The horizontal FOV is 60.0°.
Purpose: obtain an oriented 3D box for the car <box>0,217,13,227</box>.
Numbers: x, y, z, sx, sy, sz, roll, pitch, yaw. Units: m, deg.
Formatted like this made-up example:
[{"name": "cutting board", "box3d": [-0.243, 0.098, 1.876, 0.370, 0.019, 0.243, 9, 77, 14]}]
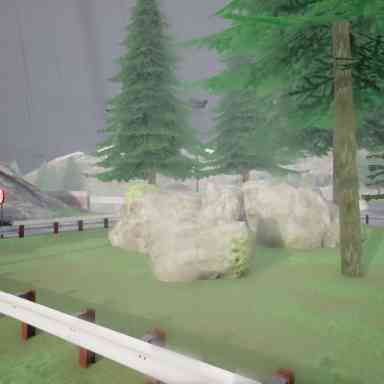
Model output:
[{"name": "car", "box3d": [-10.994, 1.359, 15.364, 5.357, 1.411, 2.033, 0, 0, 14]}]
